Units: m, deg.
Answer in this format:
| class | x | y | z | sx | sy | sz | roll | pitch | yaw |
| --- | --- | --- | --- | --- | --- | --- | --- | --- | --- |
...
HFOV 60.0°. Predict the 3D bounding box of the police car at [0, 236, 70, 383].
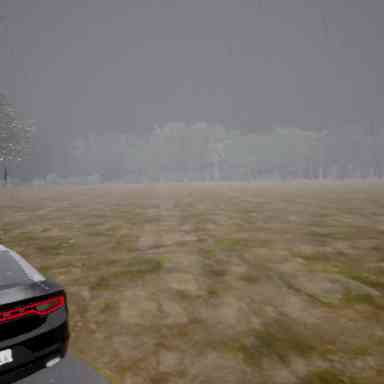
| class | x | y | z | sx | sy | sz | roll | pitch | yaw |
| --- | --- | --- | --- | --- | --- | --- | --- | --- | --- |
| police car | -3.735 | 1.413 | 4.998 | 5.238 | 1.638 | 1.930 | 0 | 2 | 44 |
